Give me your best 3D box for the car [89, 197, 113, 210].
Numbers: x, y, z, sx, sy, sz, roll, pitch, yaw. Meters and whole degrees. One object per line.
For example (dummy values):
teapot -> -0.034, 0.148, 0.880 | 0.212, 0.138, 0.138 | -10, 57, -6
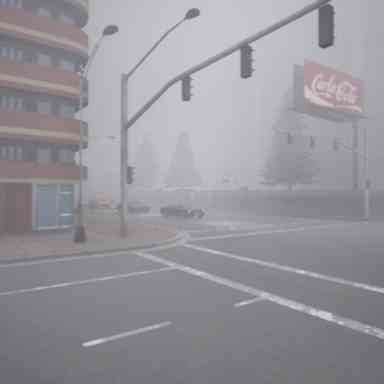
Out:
car -> -12.462, 1.542, 45.182 | 1.882, 1.535, 5.008 | 0, 0, -36

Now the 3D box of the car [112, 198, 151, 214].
car -> -6.603, 1.612, 37.034 | 2.033, 1.411, 5.357 | 0, 0, -36

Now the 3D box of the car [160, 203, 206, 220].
car -> -0.881, 1.665, 29.104 | 1.895, 1.301, 4.718 | 0, 0, -36

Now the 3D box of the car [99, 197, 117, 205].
car -> -15.628, 1.618, 61.861 | 1.812, 1.442, 4.674 | 0, 0, -34
